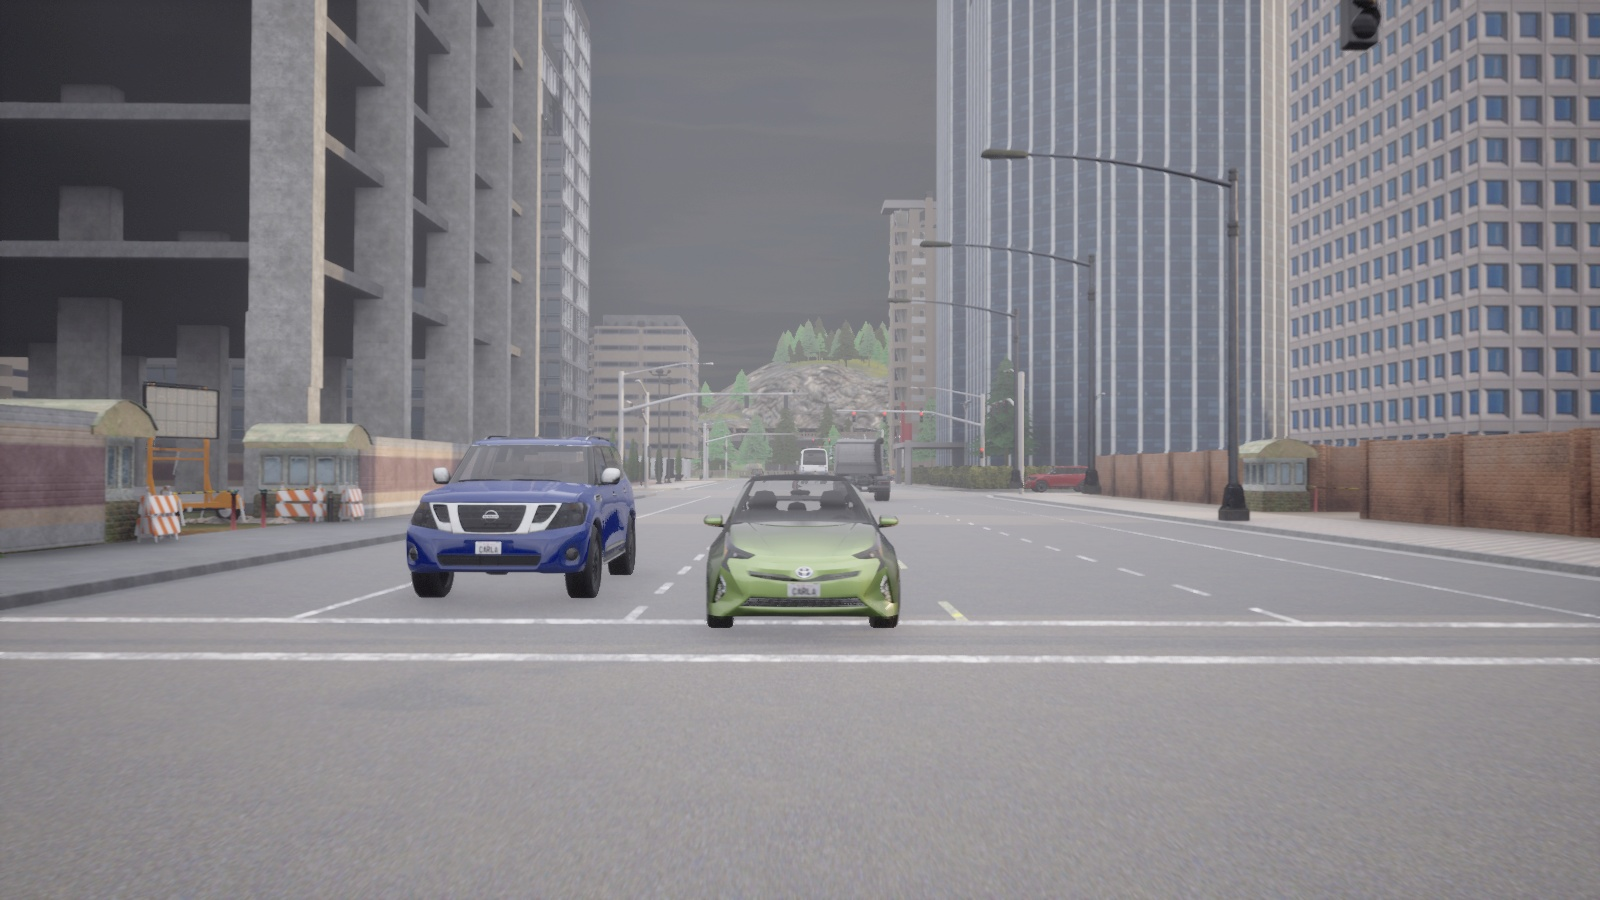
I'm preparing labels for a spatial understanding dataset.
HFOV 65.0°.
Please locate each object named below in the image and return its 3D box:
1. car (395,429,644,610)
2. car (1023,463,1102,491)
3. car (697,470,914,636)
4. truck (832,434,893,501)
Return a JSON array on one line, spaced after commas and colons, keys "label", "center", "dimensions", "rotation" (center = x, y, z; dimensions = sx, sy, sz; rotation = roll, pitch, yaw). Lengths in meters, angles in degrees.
[{"label": "car", "center": [-3.541, 0.833, 17.066], "dimensions": [2.150, 2.045, 5.566], "rotation": [0, -1, 0]}, {"label": "car", "center": [20.128, 2.068, 96.496], "dimensions": [5.566, 2.045, 2.150], "rotation": [0, -1, -1]}, {"label": "car", "center": [0.005, 0.994, 13.902], "dimensions": [2.007, 1.525, 4.514], "rotation": [0, -1, -1]}, {"label": "truck", "center": [3.333, 0.975, 69.006], "dimensions": [2.891, 3.462, 7.936], "rotation": [0, -1, 0]}]
